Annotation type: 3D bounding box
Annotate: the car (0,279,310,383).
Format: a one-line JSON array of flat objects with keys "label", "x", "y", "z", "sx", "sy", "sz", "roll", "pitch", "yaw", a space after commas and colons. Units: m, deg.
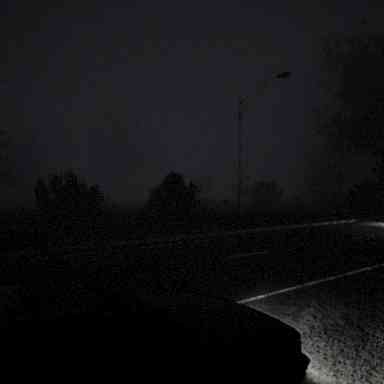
[{"label": "car", "x": -1.355, "y": 1.543, "z": 2.771, "sx": 5.357, "sy": 1.411, "sz": 2.033, "roll": 0, "pitch": 0, "yaw": -35}]
